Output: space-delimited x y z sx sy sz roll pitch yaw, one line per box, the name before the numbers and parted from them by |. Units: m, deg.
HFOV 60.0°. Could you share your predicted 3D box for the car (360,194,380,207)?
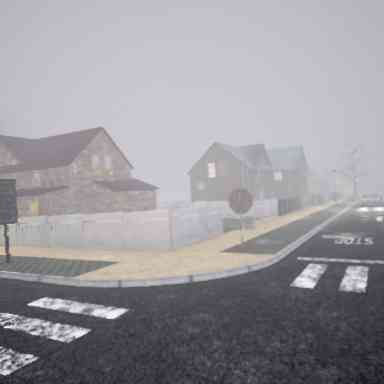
car | 19.723 0.855 36.797 1.895 1.301 4.718 -3 -1 30
